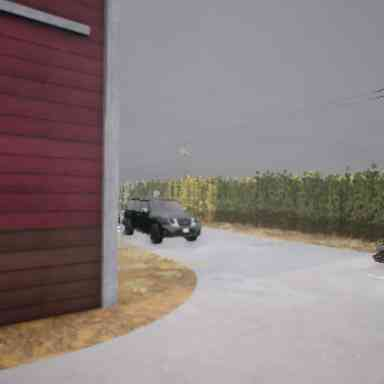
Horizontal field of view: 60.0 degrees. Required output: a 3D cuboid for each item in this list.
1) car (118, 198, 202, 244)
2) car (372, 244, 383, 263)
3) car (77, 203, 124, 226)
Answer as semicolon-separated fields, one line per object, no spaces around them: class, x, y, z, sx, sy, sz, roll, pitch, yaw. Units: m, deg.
car;-1.726;1.328;16.876;2.150;2.045;5.566;1;-1;-32
car;7.744;1.691;8.574;2.033;1.411;5.357;1;0;-34
car;-7.148;1.663;25.566;2.033;1.411;5.357;1;-1;-31
